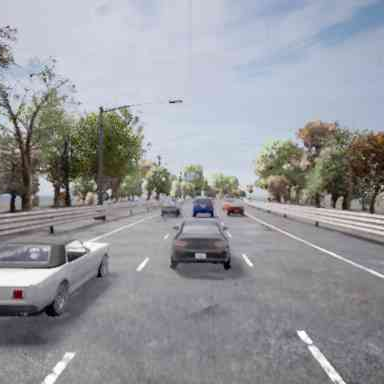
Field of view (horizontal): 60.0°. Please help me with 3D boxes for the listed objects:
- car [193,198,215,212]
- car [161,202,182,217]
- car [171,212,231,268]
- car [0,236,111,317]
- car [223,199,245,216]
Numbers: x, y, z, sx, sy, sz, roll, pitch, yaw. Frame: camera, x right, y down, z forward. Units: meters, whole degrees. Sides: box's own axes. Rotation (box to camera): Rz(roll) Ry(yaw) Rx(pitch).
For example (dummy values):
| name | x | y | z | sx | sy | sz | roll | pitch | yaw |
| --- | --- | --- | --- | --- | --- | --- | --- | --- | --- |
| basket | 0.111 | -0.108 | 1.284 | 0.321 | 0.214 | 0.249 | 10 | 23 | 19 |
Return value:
| name | x | y | z | sx | sy | sz | roll | pitch | yaw |
| --- | --- | --- | --- | --- | --- | --- | --- | --- | --- |
| car | 1.264 | 1.616 | 35.877 | 2.150 | 2.045 | 5.566 | 0 | 0 | 3 |
| car | -2.204 | 1.872 | 36.516 | 2.128 | 1.511 | 4.902 | 0 | 0 | 3 |
| car | 0.298 | 1.651 | 11.635 | 1.812 | 1.442 | 4.674 | 0 | 0 | 1 |
| car | -3.297 | 1.661 | 7.541 | 1.895 | 1.301 | 4.718 | 0 | -1 | 1 |
| car | 4.920 | 1.918 | 38.263 | 1.882 | 1.535 | 5.008 | 0 | -1 | 3 |
